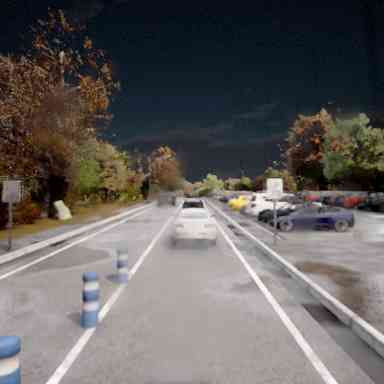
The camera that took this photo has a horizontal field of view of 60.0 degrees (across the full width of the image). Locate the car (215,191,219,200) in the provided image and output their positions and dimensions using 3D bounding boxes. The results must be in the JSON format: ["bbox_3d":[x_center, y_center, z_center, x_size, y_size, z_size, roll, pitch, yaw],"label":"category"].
[{"bbox_3d":[7.127,1.083,60.798,4.792,1.488,2.163,0,0,0],"label":"car"}]

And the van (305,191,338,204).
[{"bbox_3d":[20.280,0.858,52.284,4.442,1.987,1.878,0,0,0],"label":"van"}]

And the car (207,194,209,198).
[{"bbox_3d":[7.420,0.680,88.557,5.566,2.045,2.435,0,0,0],"label":"car"}]

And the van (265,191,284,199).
[{"bbox_3d":[20.541,0.723,82.880,4.442,1.987,1.878,0,0,0],"label":"van"}]

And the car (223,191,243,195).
[{"bbox_3d":[7.069,0.992,46.919,4.553,1.767,2.185,0,0,0],"label":"car"}]

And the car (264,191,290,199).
[{"bbox_3d":[20.372,0.710,80.111,5.566,2.045,2.435,0,0,0],"label":"car"}]

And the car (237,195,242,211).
[{"bbox_3d":[6.903,1.299,30.273,4.892,1.521,2.231,0,1,0],"label":"car"}]

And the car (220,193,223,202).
[{"bbox_3d":[7.091,1.132,49.693,4.792,1.488,2.163,0,0,0],"label":"car"}]

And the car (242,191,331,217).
[{"bbox_3d":[6.878,1.119,24.717,5.566,2.045,2.435,0,1,0],"label":"car"}]

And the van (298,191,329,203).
[{"bbox_3d":[20.071,0.845,55.056,4.442,1.987,1.878,0,0,0],"label":"van"}]

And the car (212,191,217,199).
[{"bbox_3d":[6.994,1.039,63.576,5.366,1.575,1.946,0,0,0],"label":"car"}]

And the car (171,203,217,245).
[{"bbox_3d":[0.088,1.413,14.755,1.812,1.442,4.674,0,1,0],"label":"car"}]

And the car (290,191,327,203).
[{"bbox_3d":[20.183,0.808,57.824,5.566,2.045,2.435,0,0,0],"label":"car"}]

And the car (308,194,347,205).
[{"bbox_3d":[20.146,1.095,49.516,5.008,1.535,2.097,0,0,0],"label":"car"}]

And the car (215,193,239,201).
[{"bbox_3d":[7.221,1.018,69.126,4.892,1.521,2.231,0,0,0],"label":"car"}]

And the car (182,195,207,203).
[{"bbox_3d":[0.107,1.233,30.815,1.882,1.535,5.008,0,0,0],"label":"car"}]

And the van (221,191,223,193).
[{"bbox_3d":[7.202,0.865,52.468,4.442,1.987,1.878,0,0,0],"label":"van"}]

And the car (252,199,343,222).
[{"bbox_3d":[6.831,1.407,21.945,5.008,1.535,2.097,0,1,0],"label":"car"}]

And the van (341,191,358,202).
[{"bbox_3d":[20.164,0.957,38.565,4.442,1.987,1.878,0,1,0],"label":"van"}]

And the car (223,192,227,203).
[{"bbox_3d":[7.009,1.137,44.141,4.892,1.521,2.231,0,1,0],"label":"car"}]

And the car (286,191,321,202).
[{"bbox_3d":[20.207,0.796,60.595,5.566,2.045,2.435,0,0,0],"label":"car"}]

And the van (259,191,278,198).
[{"bbox_3d":[20.355,0.698,88.430,4.442,1.987,1.878,0,0,0],"label":"van"}]

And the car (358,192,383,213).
[{"bbox_3d":[20.028,1.003,32.902,5.566,2.045,2.435,0,1,0],"label":"car"}]

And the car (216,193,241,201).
[{"bbox_3d":[7.210,1.030,66.350,4.892,1.521,2.231,0,0,0],"label":"car"}]

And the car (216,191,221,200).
[{"bbox_3d":[7.103,1.096,58.022,4.792,1.488,2.163,0,0,0],"label":"car"}]

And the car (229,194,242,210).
[{"bbox_3d":[6.735,1.258,33.050,5.366,1.575,1.946,0,1,0],"label":"car"}]

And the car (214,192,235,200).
[{"bbox_3d":[7.243,0.867,74.678,4.553,1.767,2.185,0,0,0],"label":"car"}]

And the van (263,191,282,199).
[{"bbox_3d":[20.563,0.711,85.525,4.442,1.987,1.878,0,0,0],"label":"van"}]

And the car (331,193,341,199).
[{"bbox_3d":[20.100,1.182,41.339,4.792,1.488,2.163,0,1,1],"label":"car"}]

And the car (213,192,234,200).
[{"bbox_3d":[7.266,0.855,77.454,4.553,1.767,2.185,0,0,0],"label":"car"}]

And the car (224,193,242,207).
[{"bbox_3d":[6.783,1.187,38.723,5.366,1.575,1.946,0,1,0],"label":"car"}]

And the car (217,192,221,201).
[{"bbox_3d":[7.080,1.108,55.246,4.792,1.488,2.163,0,0,0],"label":"car"}]

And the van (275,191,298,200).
[{"bbox_3d":[20.446,0.772,71.800,4.442,1.987,1.878,0,0,0],"label":"van"}]

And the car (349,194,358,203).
[{"bbox_3d":[19.995,1.247,35.675,4.792,1.488,2.163,0,1,0],"label":"car"}]

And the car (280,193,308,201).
[{"bbox_3d":[20.276,1.022,66.137,5.008,1.535,2.097,0,0,0],"label":"car"}]

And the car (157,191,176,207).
[{"bbox_3d":[-3.283,0.882,44.084,2.150,2.045,5.566,0,0,0],"label":"car"}]

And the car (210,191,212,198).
[{"bbox_3d":[7.065,1.002,71.904,5.366,1.575,1.946,0,0,0],"label":"car"}]

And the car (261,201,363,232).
[{"bbox_3d":[6.773,1.473,19.170,4.792,1.488,2.163,0,1,0],"label":"car"}]
